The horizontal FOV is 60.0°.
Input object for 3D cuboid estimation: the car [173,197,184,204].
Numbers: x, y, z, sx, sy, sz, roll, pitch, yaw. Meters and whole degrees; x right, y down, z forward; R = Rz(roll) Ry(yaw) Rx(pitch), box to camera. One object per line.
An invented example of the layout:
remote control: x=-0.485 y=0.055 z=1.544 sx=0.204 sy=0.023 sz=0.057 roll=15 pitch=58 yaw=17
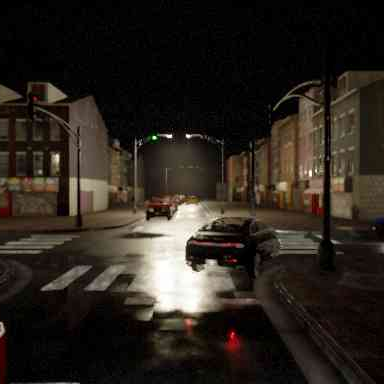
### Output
car: x=-2.651 y=1.673 z=65.806 sx=1.947 sy=1.339 sz=4.313 roll=0 pitch=0 yaw=0

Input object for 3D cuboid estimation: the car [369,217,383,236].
car: x=11.346 y=1.500 z=16.185 sx=5.008 sy=1.535 sz=1.882 roll=0 pitch=0 yaw=0

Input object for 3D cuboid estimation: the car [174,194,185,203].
car: x=-2.654 y=1.435 z=71.233 sx=2.192 sy=1.841 sz=5.009 roll=0 pitch=0 yaw=0

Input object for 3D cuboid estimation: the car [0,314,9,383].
car: x=-2.643 y=1.546 z=1.408 sx=1.887 sy=1.381 sz=4.507 roll=0 pitch=0 yaw=0

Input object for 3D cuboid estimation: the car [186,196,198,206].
car: x=-0.006 y=1.567 z=58.190 sx=1.882 sy=1.535 sz=5.008 roll=0 pitch=0 yaw=0

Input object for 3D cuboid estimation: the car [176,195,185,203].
car: x=-2.654 y=1.575 z=76.660 sx=1.967 sy=1.590 sz=4.097 roll=0 pitch=0 yaw=0

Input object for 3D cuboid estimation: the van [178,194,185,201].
van: x=-2.656 y=1.507 z=87.515 sx=1.690 sy=1.788 sz=3.998 roll=-1 pitch=0 yaw=0

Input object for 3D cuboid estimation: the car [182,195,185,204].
car: x=-2.650 y=1.632 z=54.952 sx=2.008 sy=1.369 sz=4.403 roll=0 pitch=0 yaw=0

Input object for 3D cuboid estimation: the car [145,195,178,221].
car: x=-2.648 y=1.346 z=27.818 sx=2.192 sy=1.841 sz=5.009 roll=0 pitch=0 yaw=0

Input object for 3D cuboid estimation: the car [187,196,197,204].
car: x=-0.008 y=1.620 z=68.638 sx=2.128 sy=1.511 sz=4.902 roll=0 pitch=0 yaw=0

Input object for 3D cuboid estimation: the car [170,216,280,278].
car: x=1.424 y=1.506 z=10.316 sx=2.128 sy=1.511 sz=4.902 roll=0 pitch=0 yaw=23

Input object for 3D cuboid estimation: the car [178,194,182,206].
car: x=-2.650 y=1.363 z=38.672 sx=2.192 sy=1.841 sz=5.009 roll=0 pitch=0 yaw=0
